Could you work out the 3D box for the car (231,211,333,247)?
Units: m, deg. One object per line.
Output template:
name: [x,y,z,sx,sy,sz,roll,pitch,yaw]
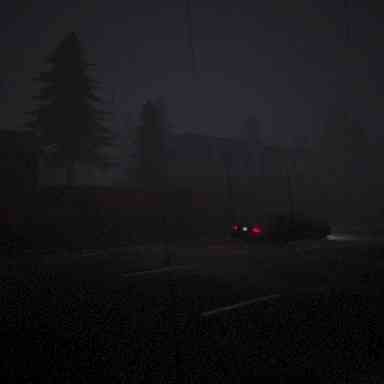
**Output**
car: [4.239,1.612,15.350,5.357,1.411,2.033,0,0,-36]
